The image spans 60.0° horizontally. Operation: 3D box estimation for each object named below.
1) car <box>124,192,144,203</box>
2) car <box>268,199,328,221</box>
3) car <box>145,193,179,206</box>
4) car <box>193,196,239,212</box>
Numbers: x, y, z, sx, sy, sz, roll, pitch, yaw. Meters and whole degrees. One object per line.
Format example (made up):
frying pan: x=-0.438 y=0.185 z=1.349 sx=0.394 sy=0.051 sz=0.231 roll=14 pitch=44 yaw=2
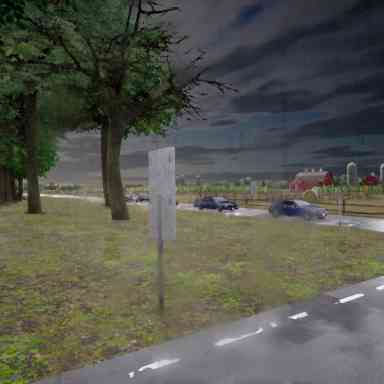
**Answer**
car: x=-9.566 y=0.800 z=49.554 sx=2.128 sy=1.511 sz=4.902 roll=-1 pitch=1 yaw=-35
car: x=7.903 y=1.277 z=25.233 sx=1.812 sy=1.442 sz=4.674 roll=-1 pitch=2 yaw=-35
car: x=-3.505 y=0.800 z=41.080 sx=2.097 sy=1.767 sz=4.553 roll=-1 pitch=1 yaw=-36
car: x=2.266 y=1.142 z=33.072 sx=2.033 sy=1.411 sz=5.357 roll=-1 pitch=2 yaw=-36
